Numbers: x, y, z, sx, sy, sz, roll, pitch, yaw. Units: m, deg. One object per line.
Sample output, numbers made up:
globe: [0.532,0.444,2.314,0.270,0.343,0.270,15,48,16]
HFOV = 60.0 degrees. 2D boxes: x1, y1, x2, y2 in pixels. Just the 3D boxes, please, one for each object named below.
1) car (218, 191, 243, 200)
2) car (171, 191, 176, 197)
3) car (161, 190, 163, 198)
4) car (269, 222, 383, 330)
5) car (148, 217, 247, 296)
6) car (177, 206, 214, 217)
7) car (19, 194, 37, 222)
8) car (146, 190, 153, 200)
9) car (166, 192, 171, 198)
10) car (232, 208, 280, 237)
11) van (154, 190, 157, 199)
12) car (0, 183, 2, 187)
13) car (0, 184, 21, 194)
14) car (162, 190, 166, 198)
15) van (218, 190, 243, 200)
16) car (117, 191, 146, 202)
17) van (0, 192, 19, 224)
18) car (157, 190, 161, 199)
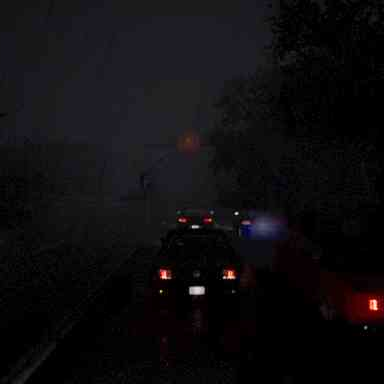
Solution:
car: [7.672,0.753,67.057,4.553,1.767,2.185,0,0,-14]
car: [-7.995,0.553,88.434,5.566,2.045,2.435,-1,0,-12]
car: [-9.634,0.916,76.446,4.674,1.452,2.002,-1,0,-13]
car: [3.118,1.569,6.841,1.895,1.301,4.718,0,0,0]
car: [0.110,1.562,8.492,1.895,1.301,4.718,0,0,0]
car: [0.172,1.449,17.593,1.812,1.442,4.674,0,0,1]
car: [-13.625,1.265,23.691,4.553,1.767,2.185,-1,0,-19]
car: [-10.794,0.941,64.488,5.366,1.575,1.946,-1,0,-15]
car: [-8.446,0.862,85.429,4.674,1.452,2.002,-1,0,-12]
car: [3.165,1.490,16.748,1.994,1.385,4.181,0,0,1]
van: [-10.235,0.685,70.478,4.442,1.987,1.878,-1,0,-14]
car: [-31.155,-0.730,52.416,2.435,2.045,5.566,6,-2,-19]
car: [-28.161,-0.167,52.359,2.002,1.452,4.674,6,-2,-19]
car: [-9.262,0.899,79.447,4.674,1.452,2.002,-1,0,-13]
van: [7.288,0.671,64.087,4.442,1.987,1.878,0,1,-14]
car: [-11.439,1.002,61.496,4.792,1.488,2.163,-1,1,-15]
van: [-13.601,1.176,20.712,4.442,1.987,1.878,-1,0,-19]
car: [-10.007,0.896,73.451,4.892,1.521,2.231,-1,0,-14]
